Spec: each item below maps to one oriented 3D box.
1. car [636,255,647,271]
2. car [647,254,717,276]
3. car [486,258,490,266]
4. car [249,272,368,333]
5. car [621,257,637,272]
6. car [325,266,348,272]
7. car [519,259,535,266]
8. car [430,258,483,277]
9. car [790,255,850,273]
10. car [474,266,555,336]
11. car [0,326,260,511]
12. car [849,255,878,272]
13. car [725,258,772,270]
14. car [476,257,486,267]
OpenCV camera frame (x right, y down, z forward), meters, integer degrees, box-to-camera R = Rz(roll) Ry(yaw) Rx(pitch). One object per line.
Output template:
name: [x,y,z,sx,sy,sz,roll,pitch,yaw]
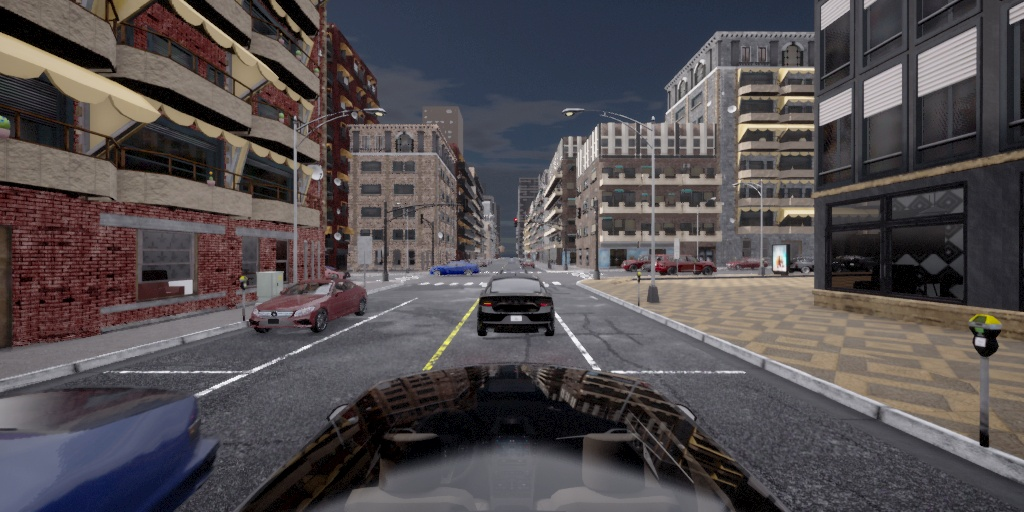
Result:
car: [15.718,0.936,36.514,4.892,1.490,1.837,-2,0,-1]
car: [14.699,0.778,30.713,5.009,1.841,2.192,0,0,-1]
car: [-5.712,1.086,64.115,2.192,1.841,5.009,0,0,0]
car: [-5.744,1.332,10.726,1.802,1.307,4.207,0,0,0]
car: [14.562,0.764,39.093,5.009,1.841,2.192,0,0,-1]
car: [-17.188,1.610,33.010,4.181,1.385,1.994,-1,0,-1]
car: [2.670,1.207,58.437,1.967,1.591,4.097,0,0,0]
car: [-5.766,1.307,36.317,5.008,1.535,1.882,-1,0,-1]
car: [25.793,0.822,30.814,4.313,1.339,1.948,0,0,-1]
car: [0.096,1.227,10.388,1.882,1.535,5.008,0,0,0]
car: [-3.098,1.297,0.252,2.033,1.411,5.357,0,0,0]
car: [31.340,0.717,30.865,4.313,1.339,1.948,0,0,-1]
car: [25.653,0.824,39.194,4.207,1.307,1.802,0,0,-1]
car: [-5.711,1.293,58.262,1.751,1.417,4.829,0,0,0]
